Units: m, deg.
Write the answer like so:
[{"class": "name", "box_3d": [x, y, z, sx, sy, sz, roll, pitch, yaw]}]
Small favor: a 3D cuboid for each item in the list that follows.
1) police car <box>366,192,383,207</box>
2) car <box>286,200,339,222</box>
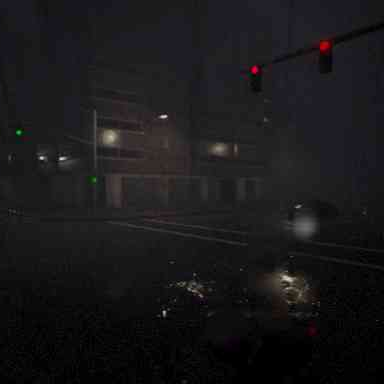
[{"class": "police car", "box_3d": [22.330, 0.824, 39.359, 5.238, 1.638, 1.930, -1, 1, -41]}, {"class": "car", "box_3d": [8.264, 1.221, 22.751, 4.181, 1.385, 1.994, -1, 1, -41]}]
